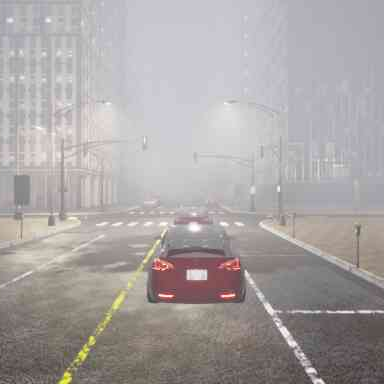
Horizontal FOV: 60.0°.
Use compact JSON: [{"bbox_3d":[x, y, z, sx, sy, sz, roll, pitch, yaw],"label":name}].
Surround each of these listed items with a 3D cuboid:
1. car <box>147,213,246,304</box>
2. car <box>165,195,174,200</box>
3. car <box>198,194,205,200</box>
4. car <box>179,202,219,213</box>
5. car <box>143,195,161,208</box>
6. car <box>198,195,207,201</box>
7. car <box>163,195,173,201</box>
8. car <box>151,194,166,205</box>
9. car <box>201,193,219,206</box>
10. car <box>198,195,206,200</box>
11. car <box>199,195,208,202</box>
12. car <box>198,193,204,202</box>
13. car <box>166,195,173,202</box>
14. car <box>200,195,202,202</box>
[{"bbox_3d":[0.082,1.501,8.196,2.163,1.488,4.792,0,0,0],"label":"car"},{"bbox_3d":[-5.825,1.407,86.925,2.008,1.369,4.403,0,0,0],"label":"car"},{"bbox_3d":[2.546,1.361,92.777,1.752,1.417,4.829,0,0,0],"label":"car"},{"bbox_3d":[0.062,1.496,17.455,2.163,1.488,4.792,0,0,0],"label":"car"},{"bbox_3d":[-5.893,1.483,47.024,1.752,1.417,4.829,0,0,0],"label":"car"},{"bbox_3d":[2.564,1.418,81.256,1.887,1.381,4.507,0,0,0],"label":"car"},{"bbox_3d":[-5.816,1.424,81.249,2.008,1.369,4.403,0,0,0],"label":"car"},{"bbox_3d":[-5.871,1.261,52.872,2.192,1.841,5.009,0,0,0],"label":"car"},{"bbox_3d":[2.747,1.398,47.206,1.967,1.590,4.097,0,0,0],"label":"car"},{"bbox_3d":[2.555,1.407,86.931,2.008,1.369,4.403,0,0,0],"label":"car"},{"bbox_3d":[2.573,1.415,75.752,1.752,1.417,4.829,0,0,0],"label":"car"},{"bbox_3d":[2.583,1.220,69.907,2.192,1.841,5.009,0,0,0],"label":"car"},{"bbox_3d":[-5.808,1.435,75.574,1.887,1.381,4.507,0,0,0],"label":"car"},{"bbox_3d":[2.707,1.497,52.885,2.008,1.369,4.403,0,0,0],"label":"car"}]
